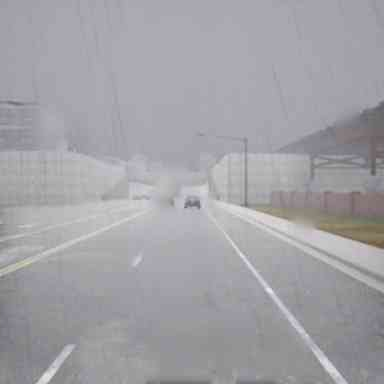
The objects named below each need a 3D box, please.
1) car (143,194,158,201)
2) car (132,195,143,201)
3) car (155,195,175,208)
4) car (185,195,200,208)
[{"bbox_3d":[-10.524,1.372,84.169,1.882,1.535,5.008,0,0,0],"label":"car"},{"bbox_3d":[-14.024,1.419,84.168,2.128,1.511,4.902,0,0,0],"label":"car"},{"bbox_3d":[-3.425,1.433,46.078,2.128,1.511,4.902,0,0,0],"label":"car"},{"bbox_3d":[0.073,1.294,45.542,2.097,1.767,4.553,0,0,0],"label":"car"}]
